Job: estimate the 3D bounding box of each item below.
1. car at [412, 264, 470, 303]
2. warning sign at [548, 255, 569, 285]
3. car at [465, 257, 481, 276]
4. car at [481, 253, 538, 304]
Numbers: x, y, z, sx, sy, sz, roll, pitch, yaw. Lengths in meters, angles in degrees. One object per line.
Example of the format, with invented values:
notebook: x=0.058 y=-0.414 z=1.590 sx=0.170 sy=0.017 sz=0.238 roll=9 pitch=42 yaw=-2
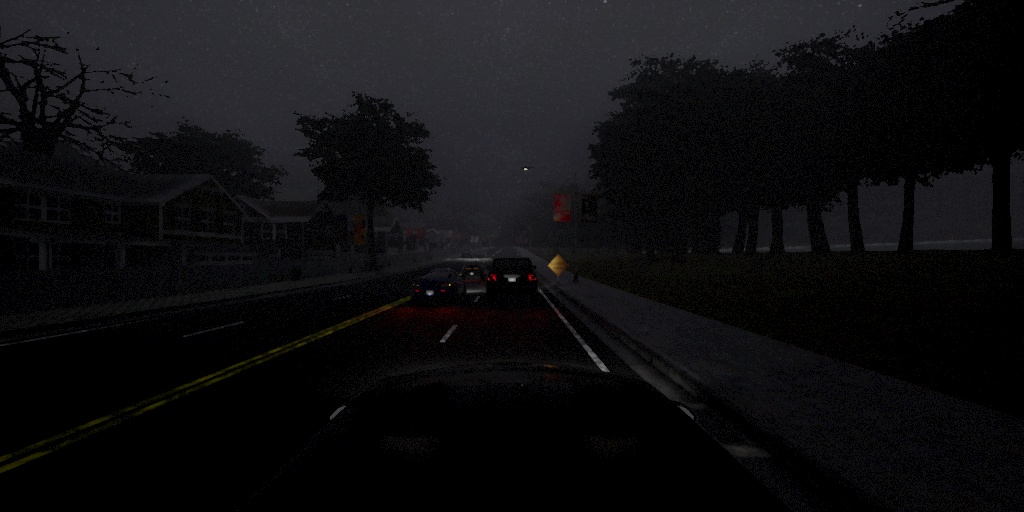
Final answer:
car: x=-3.250 y=1.280 z=16.499 sx=1.812 sy=1.442 sz=4.674 roll=0 pitch=0 yaw=0
warning sign: x=2.850 y=0.845 z=22.062 sx=1.300 sy=1.860 sz=1.060 roll=0 pitch=0 yaw=0
car: x=-3.250 y=1.145 z=31.491 sx=1.837 sy=1.490 sz=4.892 roll=0 pitch=1 yaw=0
car: x=0.000 y=1.005 z=16.529 sx=2.150 sy=2.045 sz=5.566 roll=0 pitch=0 yaw=0
